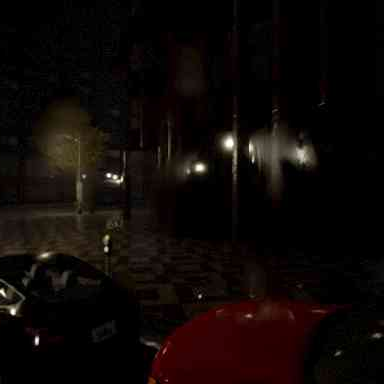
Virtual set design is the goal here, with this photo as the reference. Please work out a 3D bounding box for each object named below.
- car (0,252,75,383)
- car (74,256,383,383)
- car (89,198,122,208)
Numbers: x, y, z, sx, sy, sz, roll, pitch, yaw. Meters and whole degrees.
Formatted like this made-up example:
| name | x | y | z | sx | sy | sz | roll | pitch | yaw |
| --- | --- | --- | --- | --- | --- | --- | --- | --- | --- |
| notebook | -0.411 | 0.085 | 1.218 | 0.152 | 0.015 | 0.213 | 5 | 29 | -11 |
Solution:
| name | x | y | z | sx | sy | sz | roll | pitch | yaw |
| --- | --- | --- | --- | --- | --- | --- | --- | --- | --- |
| car | -2.652 | 1.568 | 4.853 | 4.313 | 1.339 | 1.947 | 0 | 0 | 35 |
| car | 1.938 | 1.315 | 1.583 | 5.009 | 1.841 | 2.192 | 0 | 0 | 35 |
| car | -12.414 | 1.540 | 47.886 | 1.895 | 1.301 | 4.718 | 0 | 0 | 35 |
